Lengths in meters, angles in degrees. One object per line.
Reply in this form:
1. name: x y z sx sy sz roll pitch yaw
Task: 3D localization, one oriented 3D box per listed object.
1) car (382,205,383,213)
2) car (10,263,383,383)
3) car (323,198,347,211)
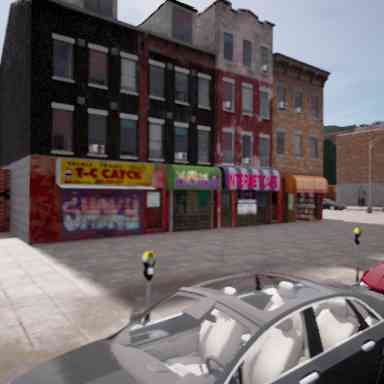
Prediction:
1. car: 20.883 1.595 32.300 1.994 1.385 4.181 1 0 -36
2. car: 0.448 1.557 3.123 4.403 1.369 2.008 0 0 -35
3. car: 15.769 1.473 39.402 1.837 1.490 4.892 1 0 -36
